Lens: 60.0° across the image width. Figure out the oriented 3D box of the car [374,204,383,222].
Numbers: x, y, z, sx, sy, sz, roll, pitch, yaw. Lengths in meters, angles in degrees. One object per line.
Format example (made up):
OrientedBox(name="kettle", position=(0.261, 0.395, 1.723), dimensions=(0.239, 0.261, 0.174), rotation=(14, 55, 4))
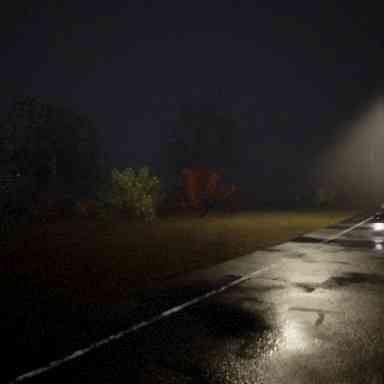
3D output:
OrientedBox(name="car", position=(14.987, 1.495, 24.912), dimensions=(1.994, 1.385, 4.181), rotation=(-1, 1, 36))
